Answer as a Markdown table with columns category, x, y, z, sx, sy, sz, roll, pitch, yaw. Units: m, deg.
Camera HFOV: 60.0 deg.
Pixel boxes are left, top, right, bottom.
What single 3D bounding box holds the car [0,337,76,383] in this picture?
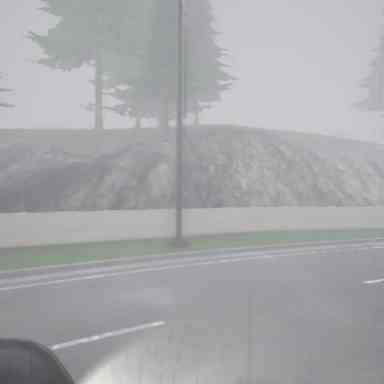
| category | x | y | z | sx | sy | sz | roll | pitch | yaw |
| --- | --- | --- | --- | --- | --- | --- | --- | --- | --- |
| car | -2.611 | 1.532 | 1.576 | 4.181 | 1.385 | 1.994 | 0 | 1 | -37 |
